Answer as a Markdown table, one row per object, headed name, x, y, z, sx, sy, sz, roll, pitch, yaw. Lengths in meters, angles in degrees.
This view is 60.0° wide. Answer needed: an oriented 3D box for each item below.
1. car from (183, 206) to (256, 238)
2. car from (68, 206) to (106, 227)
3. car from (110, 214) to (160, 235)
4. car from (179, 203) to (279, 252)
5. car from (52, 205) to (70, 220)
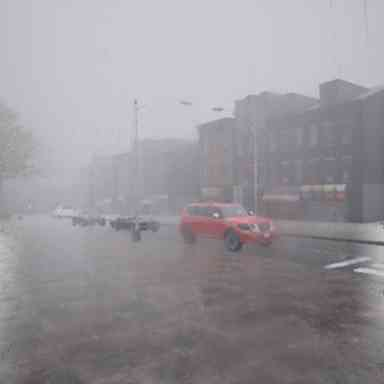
| name | x | y | z | sx | sy | sz | roll | pitch | yaw |
| --- | --- | --- | --- | --- | --- | --- | --- | --- | --- |
| car | 1.605 | 1.781 | 21.095 | 2.097 | 1.767 | 4.553 | -1 | -2 | -36 |
| car | -10.120 | 2.416 | 32.426 | 2.097 | 1.767 | 4.553 | -1 | -2 | -35 |
| car | -4.188 | 2.266 | 24.098 | 1.895 | 1.301 | 4.718 | -1 | -2 | -36 |
| car | 1.524 | 1.541 | 16.091 | 2.150 | 2.045 | 5.566 | -1 | -2 | -35 |
| car | -19.870 | 3.133 | 51.166 | 2.150 | 2.045 | 5.566 | -1 | -2 | -35 |
